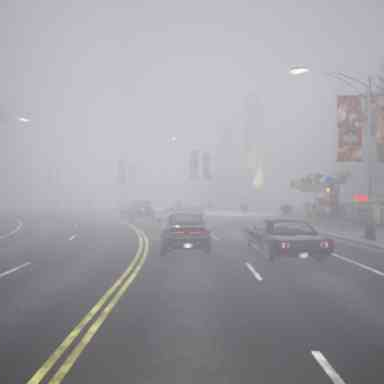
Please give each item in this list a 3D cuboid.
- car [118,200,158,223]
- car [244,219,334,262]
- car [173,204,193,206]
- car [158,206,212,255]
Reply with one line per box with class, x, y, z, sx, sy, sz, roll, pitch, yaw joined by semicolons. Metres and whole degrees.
car;-4.804;1.444;28.120;2.097;1.767;4.553;0;0;-27
car;3.252;1.639;12.298;1.895;1.301;4.718;0;0;-4
car;-0.873;1.692;28.129;1.895;1.301;4.718;0;0;-25
car;-0.369;1.549;13.528;1.837;1.490;4.892;0;0;-6
